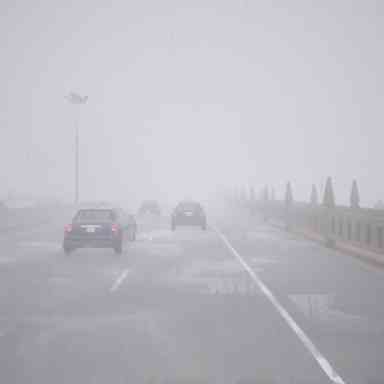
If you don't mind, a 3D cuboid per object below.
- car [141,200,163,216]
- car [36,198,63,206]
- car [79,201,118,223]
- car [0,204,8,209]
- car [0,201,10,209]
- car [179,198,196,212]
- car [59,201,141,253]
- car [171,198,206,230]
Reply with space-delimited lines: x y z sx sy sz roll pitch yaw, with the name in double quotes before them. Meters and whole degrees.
"car" -3.923 1.508 31.981 1.837 1.490 4.892 0 0 -1
"car" -18.264 1.491 42.750 1.882 1.535 5.008 0 0 -1
"car" -7.319 1.511 26.475 1.837 1.490 4.892 0 0 -1
"car" -7.004 1.357 8.382 2.097 1.767 4.553 0 0 -1
"car" -14.437 1.363 22.788 2.097 1.767 4.553 0 0 -1
"car" -0.571 1.479 39.219 1.882 1.535 5.008 0 0 -1
"car" -3.590 1.355 13.817 2.097 1.767 4.553 0 0 -1
"car" -0.224 1.353 21.338 2.097 1.767 4.553 0 0 -1
